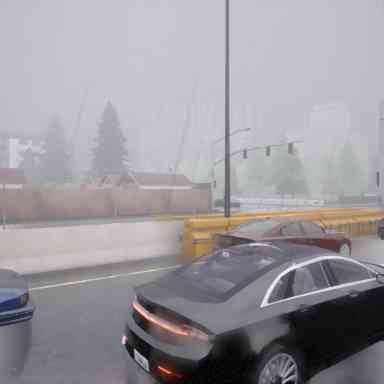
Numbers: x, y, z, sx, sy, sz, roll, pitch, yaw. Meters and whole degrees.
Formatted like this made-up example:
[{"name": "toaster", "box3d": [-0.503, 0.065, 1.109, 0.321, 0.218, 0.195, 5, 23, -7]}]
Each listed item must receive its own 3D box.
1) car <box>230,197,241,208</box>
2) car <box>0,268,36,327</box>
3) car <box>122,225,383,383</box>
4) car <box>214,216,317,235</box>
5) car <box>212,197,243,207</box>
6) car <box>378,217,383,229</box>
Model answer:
[{"name": "car", "box3d": [4.675, 1.601, 46.120, 1.895, 1.301, 4.718, 0, 0, -33]}, {"name": "car", "box3d": [-5.105, 1.547, 4.398, 5.357, 1.411, 2.033, 0, 0, -36]}, {"name": "car", "box3d": [1.455, 1.492, 4.796, 4.902, 1.511, 2.128, 0, 0, -36]}, {"name": "car", "box3d": [2.894, 1.478, 10.129, 5.008, 1.535, 1.882, 0, 0, -36]}, {"name": "car", "box3d": [5.414, 1.491, 51.363, 2.128, 1.511, 4.902, 0, 0, -34]}, {"name": "car", "box3d": [10.606, 1.505, 15.659, 4.892, 1.490, 1.837, 0, 0, -36]}]
